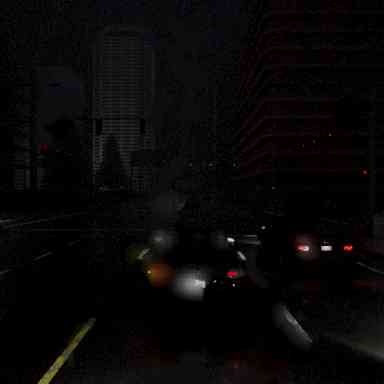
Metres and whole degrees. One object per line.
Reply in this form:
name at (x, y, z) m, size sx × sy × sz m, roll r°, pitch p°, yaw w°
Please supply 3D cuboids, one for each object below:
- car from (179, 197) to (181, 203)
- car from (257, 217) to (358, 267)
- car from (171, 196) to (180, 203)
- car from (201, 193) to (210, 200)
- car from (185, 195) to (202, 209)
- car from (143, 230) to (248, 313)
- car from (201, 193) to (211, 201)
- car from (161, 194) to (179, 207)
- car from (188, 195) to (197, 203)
car at (-3.532, 1.352, 60.629) m, size 2.097 × 1.767 × 4.553 m, roll 0°, pitch 0°, yaw 0°
car at (3.596, 1.547, 11.377) m, size 2.033 × 1.411 × 5.357 m, roll 0°, pitch 0°, yaw 0°
car at (-3.455, 1.524, 70.608) m, size 1.812 × 1.442 × 4.674 m, roll 0°, pitch 0°, yaw 0°
car at (3.557, 1.207, 90.422) m, size 2.150 × 2.045 × 5.566 m, roll 0°, pitch 0°, yaw 0°
car at (0.061, 1.564, 46.548) m, size 1.994 × 1.385 × 4.181 m, roll 0°, pitch 0°, yaw 1°
car at (0.074, 1.564, 7.757) m, size 1.994 × 1.385 × 4.181 m, roll 0°, pitch 0°, yaw 0°
car at (3.551, 1.493, 80.538) m, size 1.837 × 1.490 × 4.892 m, roll 0°, pitch 0°, yaw 0°
car at (-3.563, 1.491, 50.704) m, size 2.128 × 1.511 × 4.902 m, roll 0°, pitch 0°, yaw 0°
car at (0.068, 1.501, 71.758) m, size 1.837 × 1.490 × 4.892 m, roll 0°, pitch 0°, yaw 0°
